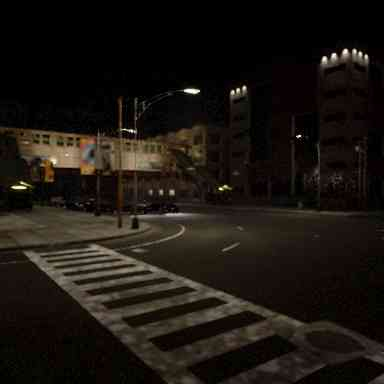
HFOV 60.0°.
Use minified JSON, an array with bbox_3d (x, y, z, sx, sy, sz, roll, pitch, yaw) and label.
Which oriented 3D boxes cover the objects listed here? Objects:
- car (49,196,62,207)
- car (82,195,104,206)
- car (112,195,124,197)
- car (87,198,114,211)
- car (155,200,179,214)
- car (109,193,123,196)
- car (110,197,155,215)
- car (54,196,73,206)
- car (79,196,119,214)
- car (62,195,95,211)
[{"bbox_3d":[-19.671,1.473,48.446,2.231,1.521,4.892,0,0,-26],"label":"car"},{"bbox_3d":[-16.389,1.344,55.006,2.097,1.767,4.553,0,0,-35],"label":"car"},{"bbox_3d":[-8.402,1.474,43.616,1.882,1.535,5.008,0,0,-35],"label":"car"},{"bbox_3d":[-11.704,1.521,42.223,1.812,1.442,4.674,0,0,-35],"label":"car"},{"bbox_3d":[-3.156,1.563,36.186,1.994,1.385,4.181,0,0,-35],"label":"car"},{"bbox_3d":[-16.798,1.222,73.286,2.435,2.045,5.566,0,0,-36],"label":"car"},{"bbox_3d":[-6.314,1.545,34.587,2.033,1.411,5.357,0,0,-35],"label":"car"},{"bbox_3d":[-22.128,1.483,57.150,2.128,1.511,4.902,0,0,-34],"label":"car"},{"bbox_3d":[-9.656,1.476,34.461,2.097,1.535,5.008,0,0,-36],"label":"car"},{"bbox_3d":[-13.479,1.349,39.627,2.185,1.767,4.553,0,0,-36],"label":"car"}]
